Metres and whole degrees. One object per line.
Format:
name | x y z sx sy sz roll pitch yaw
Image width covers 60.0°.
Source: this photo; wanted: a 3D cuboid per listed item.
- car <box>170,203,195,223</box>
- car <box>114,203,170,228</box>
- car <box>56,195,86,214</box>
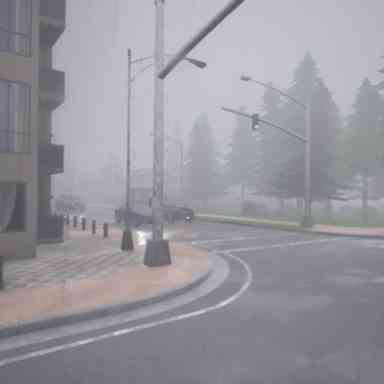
car | -1.684 1.656 26.659 1.837 1.490 4.892 1 -1 -35
car | -3.823 1.569 23.425 1.882 1.535 5.008 1 0 -35
car | -13.909 1.315 38.041 2.150 2.045 5.566 1 0 -34
